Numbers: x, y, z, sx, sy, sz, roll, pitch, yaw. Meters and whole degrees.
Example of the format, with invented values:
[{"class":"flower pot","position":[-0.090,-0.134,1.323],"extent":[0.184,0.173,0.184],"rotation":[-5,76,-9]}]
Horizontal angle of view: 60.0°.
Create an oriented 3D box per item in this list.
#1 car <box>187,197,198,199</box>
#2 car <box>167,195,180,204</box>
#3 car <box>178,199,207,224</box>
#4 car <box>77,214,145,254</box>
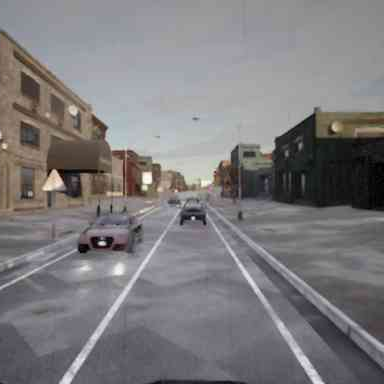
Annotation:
[{"class":"car","position":[0.070,1.399,42.965],"extent":[2.033,1.649,4.856],"rotation":[0,0,0]},{"class":"car","position":[-3.092,1.232,56.841],"extent":[2.097,1.767,4.553],"rotation":[0,-1,0]},{"class":"car","position":[0.082,1.518,24.920],"extent":[1.837,1.490,4.892],"rotation":[0,0,0]},{"class":"car","position":[-3.109,1.581,13.464],"extent":[1.994,1.385,4.181],"rotation":[0,0,0]}]
